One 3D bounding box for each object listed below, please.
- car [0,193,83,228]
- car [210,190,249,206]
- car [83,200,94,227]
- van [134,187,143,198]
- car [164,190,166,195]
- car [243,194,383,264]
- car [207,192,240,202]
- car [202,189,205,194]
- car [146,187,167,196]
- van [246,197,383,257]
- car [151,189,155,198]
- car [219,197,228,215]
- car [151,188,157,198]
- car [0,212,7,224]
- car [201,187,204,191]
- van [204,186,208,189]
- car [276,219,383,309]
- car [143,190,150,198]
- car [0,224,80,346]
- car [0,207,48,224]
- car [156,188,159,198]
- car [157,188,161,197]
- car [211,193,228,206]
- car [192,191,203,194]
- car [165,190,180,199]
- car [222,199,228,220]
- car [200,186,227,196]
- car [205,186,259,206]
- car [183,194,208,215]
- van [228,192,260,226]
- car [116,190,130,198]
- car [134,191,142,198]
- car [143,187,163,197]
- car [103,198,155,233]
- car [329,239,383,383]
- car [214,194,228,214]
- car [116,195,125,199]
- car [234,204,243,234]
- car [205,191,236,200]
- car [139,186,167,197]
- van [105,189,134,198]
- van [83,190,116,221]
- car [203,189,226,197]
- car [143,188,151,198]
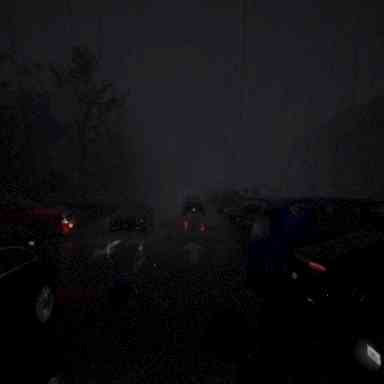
[{"bbox_3d":[-8.096,1.128,14.686,5.566,2.045,2.435,0,0,0],"label":"car"},{"bbox_3d":[4.487,0.718,40.271,4.553,1.767,2.185,0,1,0],"label":"car"},{"bbox_3d":[-8.111,1.358,17.523,5.008,1.535,2.097,0,0,0],"label":"car"},{"bbox_3d":[-8.173,0.683,37.415,4.442,1.987,1.878,0,1,0],"label":"van"},{"bbox_3d":[-7.995,0.224,65.646,4.892,1.521,2.231,0,1,0],"label":"car"},{"bbox_3d":[4.465,1.169,9.175,5.566,2.045,2.435,0,0,0],"label":"car"},{"bbox_3d":[4.543,0.679,48.750,4.674,1.452,2.002,0,1,0],"label":"car"},{"bbox_3d":[4.347,0.704,45.925,5.366,1.575,1.946,0,1,0],"label":"car"},{"bbox_3d":[-7.904,-0.127,74.119,4.553,1.767,2.185,0,1,0],"label":"car"},{"bbox_3d":[4.328,1.176,12.001,4.442,1.987,1.878,0,0,0],"label":"van"},{"bbox_3d":[-8.031,0.707,45.762,5.008,1.535,2.097,0,1,0],"label":"car"},{"bbox_3d":[4.477,1.294,23.326,4.674,1.452,2.002,0,1,0],"label":"car"},{"bbox_3d":[-8.033,0.639,48.584,5.008,1.535,2.097,0,1,0],"label":"car"},{"bbox_3d":[-8.111,1.446,9.041,4.792,1.488,2.163,0,0,0],"label":"car"},{"bbox_3d":[4.590,0.226,65.698,5.008,1.535,2.097,0,1,0],"label":"car"},{"bbox_3d":[4.431,0.345,51.568,4.442,1.987,1.878,0,1,0],"label":"van"},{"bbox_3d":[4.425,1.439,6.350,5.008,1.535,2.097,0,0,0],"label":"car"},{"bbox_3d":[-8.056,0.844,40.116,5.008,1.535,2.097,0,1,0],"label":"car"},{"bbox_3d":[-3.341,1.462,4.151,2.128,1.511,4.902,0,0,0],"label":"car"},{"bbox_3d":[-8.103,1.428,11.865,4.792,1.488,2.163,0,0,0],"label":"car"},{"bbox_3d":[-8.050,0.597,51.532,4.792,1.488,2.163,0,1,0],"label":"car"},{"bbox_3d":[-8.009,0.499,54.355,5.008,1.535,2.097,0,1,0],"label":"car"},{"bbox_3d":[4.493,1.089,31.801,4.674,1.452,2.002,0,1,0],"label":"car"},{"bbox_3d":[0.213,0.846,45.119,1.895,1.301,4.718,0,1,0],"label":"car"},{"bbox_3d":[-3.156,0.462,57.852,1.812,1.442,4.674,0,1,1],"label":"car"},{"bbox_3d":[4.464,1.358,20.492,4.674,1.452,2.002,0,1,0],"label":"car"},{"bbox_3d":[4.627,-0.169,71.342,5.566,2.045,2.435,0,1,0],"label":"car"},{"bbox_3d":[4.475,0.729,34.618,5.566,2.045,2.435,0,1,0],"label":"car"},{"bbox_3d":[0.173,1.163,28.922,1.812,1.442,4.674,0,2,0],"label":"car"},{"bbox_3d":[4.342,1.136,17.531,4.442,1.987,1.878,0,1,0],"label":"van"},{"bbox_3d":[-8.051,0.992,28.822,4.553,1.767,2.185,0,1,0],"label":"car"},{"bbox_3d":[-8.072,0.979,34.595,4.892,1.521,2.231,0,1,0],"label":"car"},{"bbox_3d":[-8.001,0.431,57.177,5.008,1.535,2.097,0,1,0],"label":"car"},{"bbox_3d":[-3.283,1.339,18.808,1.882,1.535,5.008,0,1,0],"label":"car"},{"bbox_3d":[4.428,1.457,3.526,5.008,1.535,2.097,0,0,0],"label":"car"},{"bbox_3d":[4.487,1.186,26.150,5.008,1.535,2.097,0,1,0],"label":"car"},{"bbox_3d":[-8.122,1.212,26.129,4.792,1.488,2.163,0,1,0],"label":"car"},{"bbox_3d":[4.449,1.423,14.827,4.674,1.452,2.002,0,0,0],"label":"car"},{"bbox_3d":[4.584,0.532,54.399,4.792,1.488,2.163,0,1,0],"label":"car"},{"bbox_3d":[-7.954,-0.096,68.338,5.566,2.045,2.435,0,1,0],"label":"car"},{"bbox_3d":[-8.192,0.820,31.766,4.442,1.987,1.878,0,1,0],"label":"van"},{"bbox_3d":[-7.980,1.025,23.297,4.442,1.987,1.878,0,1,0],"label":"van"},{"bbox_3d":[4.594,0.194,68.525,4.674,1.452,2.002,0,1,0],"label":"car"},{"bbox_3d":[-8.074,0.650,42.936,4.553,1.767,2.185,0,1,0],"label":"car"}]
